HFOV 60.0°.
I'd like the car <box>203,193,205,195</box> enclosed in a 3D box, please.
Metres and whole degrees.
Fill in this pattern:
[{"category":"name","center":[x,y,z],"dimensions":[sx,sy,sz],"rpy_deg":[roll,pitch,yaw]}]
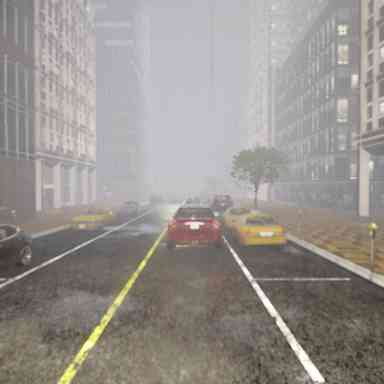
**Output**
[{"category":"car","center":[2.678,1.325,53.812],"dimensions":[1.802,1.307,4.206],"rpy_deg":[-1,0,0]}]

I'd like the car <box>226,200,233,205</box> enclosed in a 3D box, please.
[{"category":"car","center":[2.678,1.439,19.931],"dimensions":[1.752,1.417,4.829],"rpy_deg":[-1,0,0]}]

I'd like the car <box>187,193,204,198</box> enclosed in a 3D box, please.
[{"category":"car","center":[0.098,1.288,43.898],"dimensions":[2.128,1.511,4.902],"rpy_deg":[0,0,0]}]

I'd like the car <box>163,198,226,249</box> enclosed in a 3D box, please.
[{"category":"car","center":[0.099,1.290,14.305],"dimensions":[2.097,1.767,4.553],"rpy_deg":[0,0,0]}]

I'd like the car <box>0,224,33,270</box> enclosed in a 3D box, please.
[{"category":"car","center":[-5.701,1.531,8.467],"dimensions":[1.947,1.339,4.313],"rpy_deg":[-1,0,0]}]

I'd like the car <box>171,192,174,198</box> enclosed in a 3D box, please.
[{"category":"car","center":[-5.706,0.849,87.910],"dimensions":[2.192,1.841,5.009],"rpy_deg":[-1,0,0]}]

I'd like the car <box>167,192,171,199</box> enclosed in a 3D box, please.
[{"category":"car","center":[-5.703,1.205,65.041],"dimensions":[1.752,1.417,4.829],"rpy_deg":[-1,0,0]}]

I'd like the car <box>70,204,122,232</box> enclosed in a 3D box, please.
[{"category":"car","center":[-5.702,1.441,19.646],"dimensions":[1.752,1.417,4.829],"rpy_deg":[-1,0,0]}]

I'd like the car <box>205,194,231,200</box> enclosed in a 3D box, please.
[{"category":"car","center":[2.674,1.177,31.111],"dimensions":[2.192,1.841,5.009],"rpy_deg":[-1,0,0]}]

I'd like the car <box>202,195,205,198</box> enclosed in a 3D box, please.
[{"category":"car","center":[2.678,1.350,42.463],"dimensions":[1.887,1.381,4.507],"rpy_deg":[-1,0,0]}]

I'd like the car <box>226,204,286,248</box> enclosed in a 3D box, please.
[{"category":"car","center":[2.678,1.464,14.258],"dimensions":[1.752,1.417,4.829],"rpy_deg":[-1,0,0]}]

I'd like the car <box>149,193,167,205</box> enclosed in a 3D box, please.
[{"category":"car","center":[-5.706,1.059,53.862],"dimensions":[2.192,1.841,5.009],"rpy_deg":[-1,0,0]}]

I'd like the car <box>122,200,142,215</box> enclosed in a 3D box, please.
[{"category":"car","center":[-5.701,1.445,31.165],"dimensions":[1.802,1.307,4.206],"rpy_deg":[-1,0,0]}]
